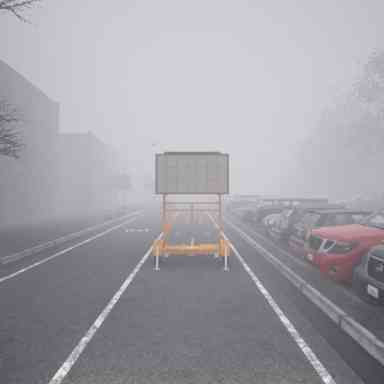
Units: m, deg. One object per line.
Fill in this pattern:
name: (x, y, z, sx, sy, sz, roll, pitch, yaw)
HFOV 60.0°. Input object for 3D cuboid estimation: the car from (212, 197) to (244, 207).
car: (5.674, 1.532, 52.961, 5.008, 1.535, 2.097, 0, 0, 0)

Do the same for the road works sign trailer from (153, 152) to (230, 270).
road works sign trailer: (0.007, 0.473, 11.027, 2.380, 3.560, 2.880, 0, 0, 1)

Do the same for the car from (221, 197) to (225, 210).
car: (5.708, 1.520, 33.341, 4.792, 1.488, 2.163, 0, 0, 0)

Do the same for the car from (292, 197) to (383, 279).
car: (5.650, 1.232, 8.111, 5.566, 2.045, 2.435, 0, 0, 0)

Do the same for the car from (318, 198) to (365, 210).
car: (18.754, 1.500, 41.936, 5.008, 1.535, 2.097, 0, 0, 0)

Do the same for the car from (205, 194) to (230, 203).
car: (5.730, 1.387, 75.387, 5.566, 2.045, 2.435, 0, 0, 0)

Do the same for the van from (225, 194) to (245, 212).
van: (5.562, 1.264, 30.538, 4.442, 1.987, 1.878, 0, 0, 0)

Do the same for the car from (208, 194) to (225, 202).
car: (5.708, 1.271, 50.158, 5.566, 2.045, 2.435, 0, 0, 0)

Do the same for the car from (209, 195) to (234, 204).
car: (5.653, 1.446, 64.176, 4.553, 1.767, 2.185, 0, 0, 0)

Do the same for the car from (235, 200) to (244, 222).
car: (5.673, 1.487, 22.128, 5.008, 1.535, 2.097, 0, 0, 0)

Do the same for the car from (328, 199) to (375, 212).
car: (18.756, 1.536, 39.275, 4.674, 1.452, 2.002, 0, 0, 0)

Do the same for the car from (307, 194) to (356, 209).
car: (18.731, 1.254, 44.723, 5.566, 2.045, 2.435, 0, 0, 0)

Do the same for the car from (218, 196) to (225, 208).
car: (5.865, 1.489, 36.144, 5.366, 1.575, 1.946, 0, 0, 0)

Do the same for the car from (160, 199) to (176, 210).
car: (-3.188, 1.638, 44.380, 1.895, 1.301, 4.718, 0, 0, 0)

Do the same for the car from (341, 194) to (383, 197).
car: (18.730, 1.241, 33.706, 5.566, 2.045, 2.435, 0, 0, 0)

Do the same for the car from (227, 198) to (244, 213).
car: (5.650, 1.519, 27.734, 4.792, 1.488, 2.163, 0, 0, 0)

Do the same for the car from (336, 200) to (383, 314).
car: (5.649, 1.231, 5.308, 5.566, 2.045, 2.435, 0, 0, 0)

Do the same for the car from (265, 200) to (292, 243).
car: (5.647, 1.360, 13.718, 4.553, 1.767, 2.185, 0, 0, 0)

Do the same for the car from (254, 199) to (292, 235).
car: (5.710, 1.360, 16.521, 4.553, 1.767, 2.185, 0, 0, 0)

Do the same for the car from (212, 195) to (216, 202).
car: (5.675, 1.513, 47.350, 4.892, 1.521, 2.231, 0, 0, 0)

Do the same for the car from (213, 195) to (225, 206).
car: (5.650, 1.534, 44.552, 4.792, 1.488, 2.163, 0, 0, 0)

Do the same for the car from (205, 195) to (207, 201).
car: (5.716, 1.333, 66.977, 5.566, 2.045, 2.435, 0, 0, 0)

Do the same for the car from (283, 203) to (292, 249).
car: (5.647, 1.359, 10.914, 4.553, 1.767, 2.185, 0, 0, 0)

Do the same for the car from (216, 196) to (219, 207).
car: (5.674, 1.494, 38.944, 5.008, 1.535, 2.097, 0, 0, 0)

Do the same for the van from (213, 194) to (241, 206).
van: (5.796, 1.316, 55.765, 4.442, 1.987, 1.878, 0, 0, 0)

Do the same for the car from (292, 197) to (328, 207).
car: (18.754, 1.533, 53.076, 5.008, 1.535, 2.097, 0, 0, 0)

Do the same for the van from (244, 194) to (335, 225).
van: (5.562, 1.261, 19.324, 4.442, 1.987, 1.878, 0, 0, 0)

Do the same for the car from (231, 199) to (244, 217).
car: (5.649, 1.518, 24.931, 4.792, 1.488, 2.163, 0, 0, 0)

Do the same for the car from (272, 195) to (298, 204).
car: (18.736, 1.459, 67.000, 4.553, 1.767, 2.185, 0, 0, 0)

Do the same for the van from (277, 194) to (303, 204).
van: (18.881, 1.346, 64.220, 4.442, 1.987, 1.878, 0, 0, 0)

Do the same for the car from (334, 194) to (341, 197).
car: (18.730, 1.242, 36.368, 5.566, 2.045, 2.435, 0, 0, 0)
